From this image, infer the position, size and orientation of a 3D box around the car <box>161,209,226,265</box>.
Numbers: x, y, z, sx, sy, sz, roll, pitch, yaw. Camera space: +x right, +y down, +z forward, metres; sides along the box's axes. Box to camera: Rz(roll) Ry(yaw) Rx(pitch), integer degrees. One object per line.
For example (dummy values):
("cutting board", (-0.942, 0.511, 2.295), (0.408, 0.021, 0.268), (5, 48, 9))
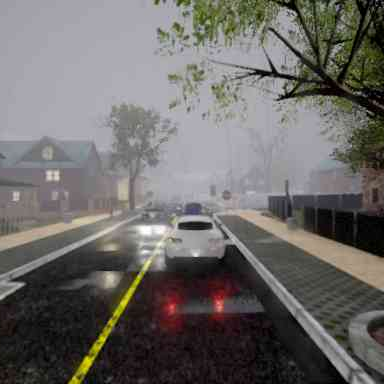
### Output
("car", (0.100, 1.510, 11.502), (1.812, 1.442, 4.674), (0, 0, 0))

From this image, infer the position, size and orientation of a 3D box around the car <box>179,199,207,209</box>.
("car", (0.134, 1.484, 25.525), (1.812, 1.442, 4.674), (0, 0, 1))

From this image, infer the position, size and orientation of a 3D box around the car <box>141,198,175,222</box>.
("car", (-2.780, 1.449, 26.105), (2.128, 1.511, 4.902), (0, 0, 0))

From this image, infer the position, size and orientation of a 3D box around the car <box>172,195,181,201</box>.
("car", (-3.522, 1.437, 74.907), (1.994, 1.385, 4.181), (0, 0, -8))
